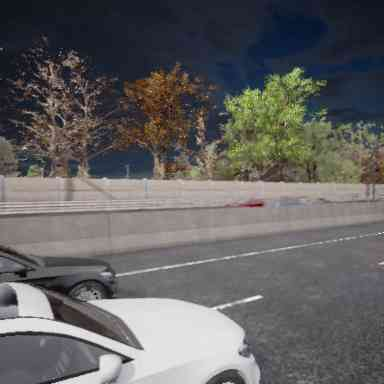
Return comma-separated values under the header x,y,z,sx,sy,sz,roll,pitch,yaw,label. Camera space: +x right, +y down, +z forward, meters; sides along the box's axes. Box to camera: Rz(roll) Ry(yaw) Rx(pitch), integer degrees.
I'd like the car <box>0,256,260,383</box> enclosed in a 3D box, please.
x,y,z,sx,sy,sz,roll,pitch,yaw,label
-1.528,1.525,2.656,4.674,1.442,1.812,0,0,-36,car

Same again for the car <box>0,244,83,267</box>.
x,y,z,sx,sy,sz,roll,pitch,yaw,label
-3.578,1.525,5.493,4.674,1.442,1.812,0,0,-35,car

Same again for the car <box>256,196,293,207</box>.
x,y,z,sx,sy,sz,roll,pitch,yaw,label
8.675,1.228,31.675,4.553,1.767,2.097,0,0,-35,car

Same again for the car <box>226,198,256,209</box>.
x,y,z,sx,sy,sz,roll,pitch,yaw,label
5.664,1.358,33.827,5.008,1.535,1.882,0,0,-35,car

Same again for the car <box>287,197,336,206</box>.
x,y,z,sx,sy,sz,roll,pitch,yaw,label
10.814,1.380,28.903,4.892,1.490,1.837,0,0,-35,car
